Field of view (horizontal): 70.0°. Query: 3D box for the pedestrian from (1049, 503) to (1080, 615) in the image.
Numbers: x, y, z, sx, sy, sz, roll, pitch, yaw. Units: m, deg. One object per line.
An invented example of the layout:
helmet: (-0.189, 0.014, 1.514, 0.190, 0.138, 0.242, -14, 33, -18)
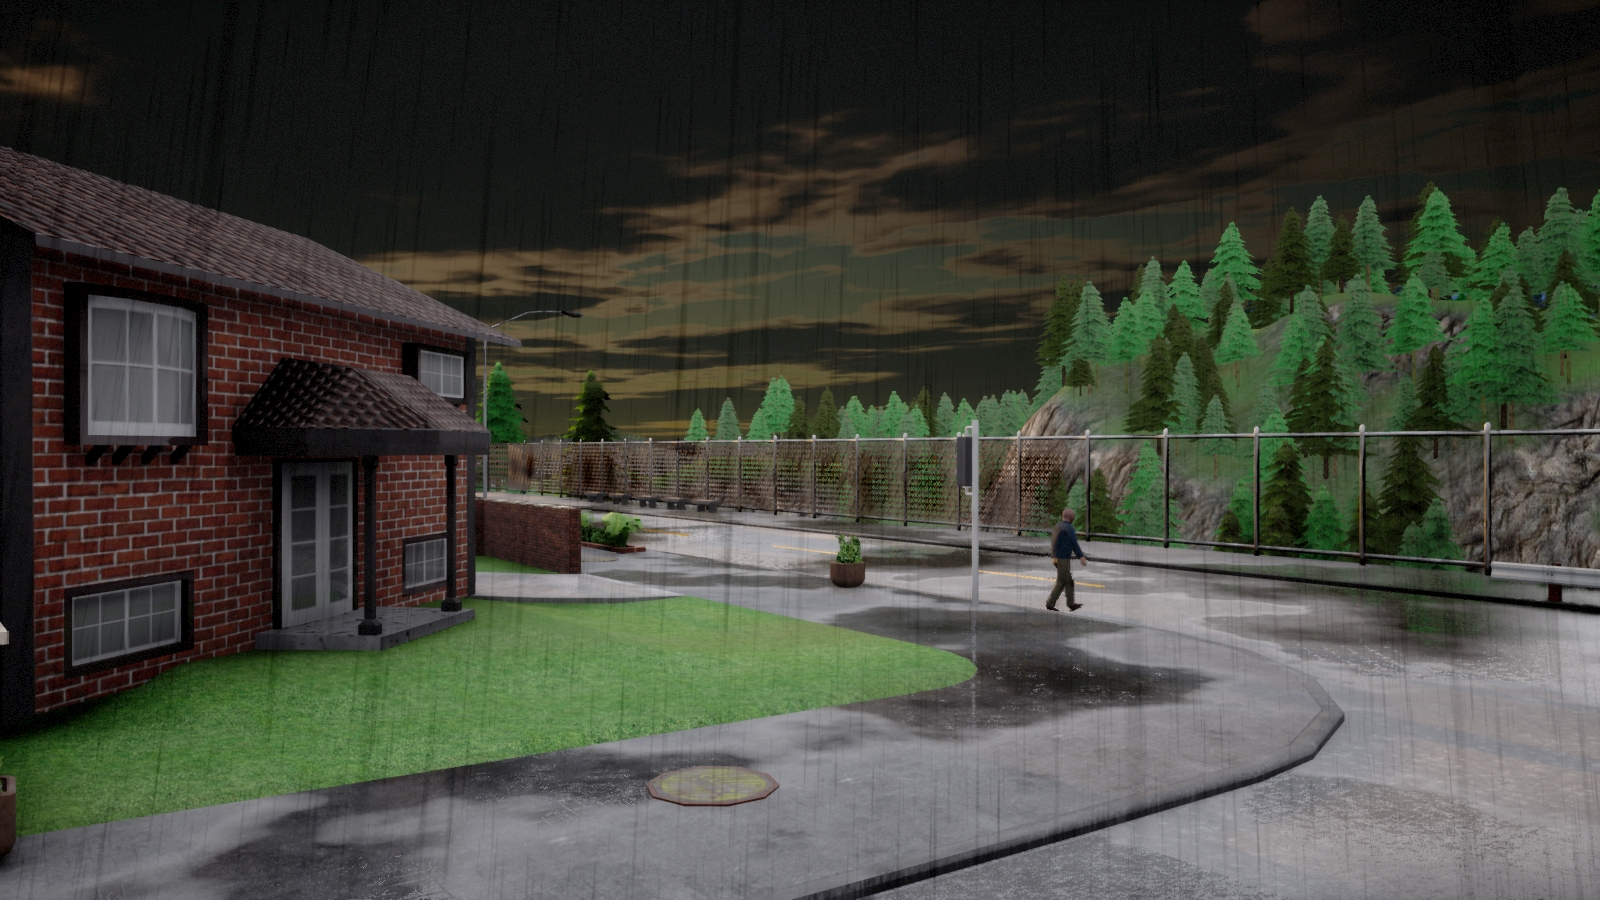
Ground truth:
pedestrian: (4.498, 1.848, 19.413, 0.375, 1.860, 0.375, 0, 0, -16)
